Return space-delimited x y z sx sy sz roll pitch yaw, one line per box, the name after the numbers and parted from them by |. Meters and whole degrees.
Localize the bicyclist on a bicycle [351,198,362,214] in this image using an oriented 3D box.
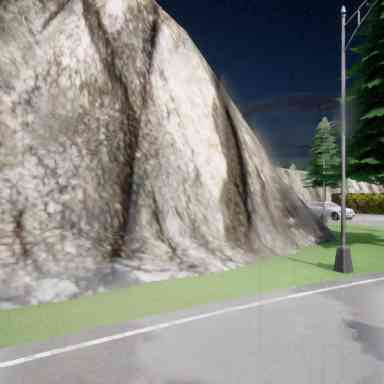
16.488 1.453 33.370 1.656 1.620 0.582 0 0 -28 | bicyclist on a bicycle

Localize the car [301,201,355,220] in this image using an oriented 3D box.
11.314 1.526 27.989 1.812 1.442 4.674 0 0 -28 | car
